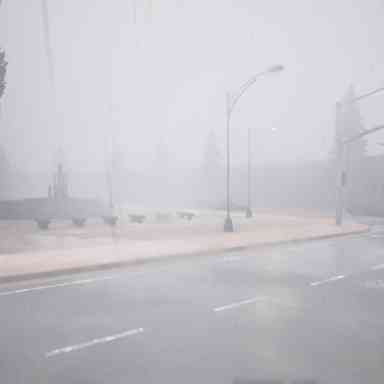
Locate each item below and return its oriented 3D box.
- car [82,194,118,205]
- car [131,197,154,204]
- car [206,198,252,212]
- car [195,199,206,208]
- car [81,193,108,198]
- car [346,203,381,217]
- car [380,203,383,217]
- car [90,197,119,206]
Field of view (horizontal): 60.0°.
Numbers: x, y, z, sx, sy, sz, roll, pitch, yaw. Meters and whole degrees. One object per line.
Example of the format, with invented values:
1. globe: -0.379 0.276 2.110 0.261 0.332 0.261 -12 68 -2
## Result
1. car: -14.110 1.491 51.929 4.902 1.511 2.128 0 0 20
2. car: -9.175 1.562 61.164 4.181 1.385 1.994 0 0 22
3. car: 4.422 1.545 38.560 2.033 1.411 5.357 0 0 -38
4. car: 2.842 1.545 45.491 5.357 1.411 2.033 0 0 44
5. car: -18.715 1.220 63.905 5.566 2.045 2.150 0 0 10
6. car: 15.997 1.598 28.619 1.895 1.301 4.718 0 0 -36
7. car: 15.902 1.599 22.653 1.895 1.301 4.718 0 0 -35
8. car: -14.661 1.570 55.885 4.181 1.385 1.994 0 0 17
